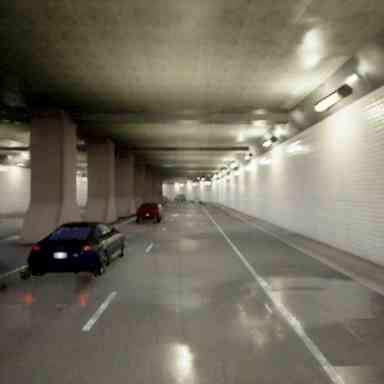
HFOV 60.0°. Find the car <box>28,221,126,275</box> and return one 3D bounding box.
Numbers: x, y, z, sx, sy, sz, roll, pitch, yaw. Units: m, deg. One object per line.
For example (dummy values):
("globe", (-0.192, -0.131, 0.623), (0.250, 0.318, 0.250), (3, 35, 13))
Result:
("car", (-3.400, 1.615, 10.592), (1.994, 1.385, 4.181), (0, 0, 0))

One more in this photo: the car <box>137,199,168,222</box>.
("car", (-3.400, 1.611, 27.836), (1.882, 1.535, 5.008), (0, 0, 0))

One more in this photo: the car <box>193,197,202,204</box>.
("car", (1.118, 1.877, 73.085), (1.812, 1.442, 4.674), (0, 0, -3))

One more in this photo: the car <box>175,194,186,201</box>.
("car", (-3.288, 1.518, 93.502), (2.150, 2.045, 5.566), (0, 0, -16))
